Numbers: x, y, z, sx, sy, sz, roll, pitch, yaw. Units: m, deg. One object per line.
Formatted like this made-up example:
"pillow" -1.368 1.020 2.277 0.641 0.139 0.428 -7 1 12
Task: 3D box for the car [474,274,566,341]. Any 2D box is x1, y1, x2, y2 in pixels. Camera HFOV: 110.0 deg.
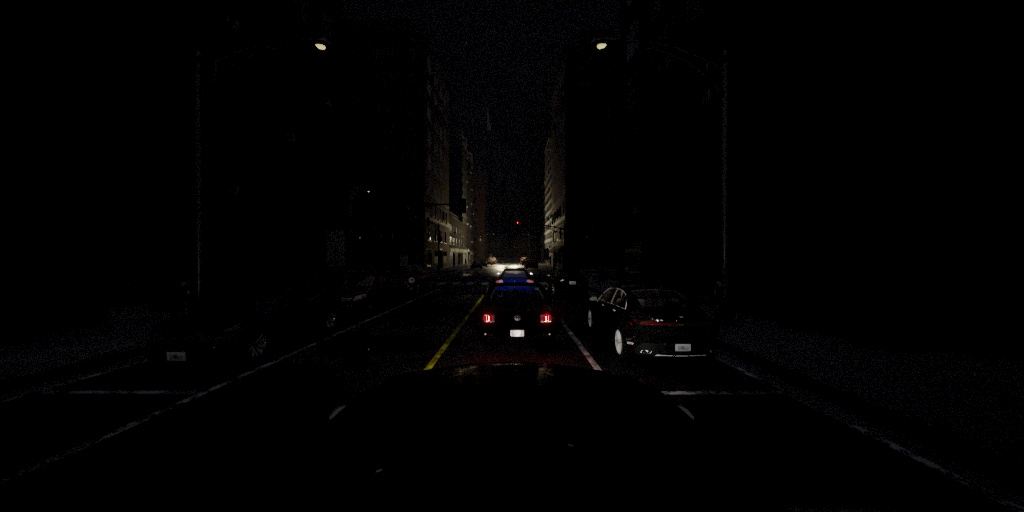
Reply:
"car" 0.120 1.351 9.816 1.895 1.301 4.718 0 0 0

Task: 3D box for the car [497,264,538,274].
"car" 0.148 1.315 18.576 1.994 1.385 4.181 0 0 1

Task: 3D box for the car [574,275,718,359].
"car" 2.876 1.300 8.192 2.007 1.370 4.403 0 0 0

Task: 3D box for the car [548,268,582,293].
"car" 2.909 1.316 19.194 1.948 1.339 4.313 0 0 0

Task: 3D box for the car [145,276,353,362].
"car" -5.649 1.316 8.218 1.948 1.339 4.313 0 0 0

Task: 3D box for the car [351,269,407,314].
"car" -5.633 1.332 13.719 1.802 1.307 4.207 0 0 0

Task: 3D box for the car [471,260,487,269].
"car" -5.468 1.368 56.322 1.802 1.307 4.207 0 0 0

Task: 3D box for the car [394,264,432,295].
"car" -5.616 1.190 19.220 1.967 1.591 4.097 0 0 0

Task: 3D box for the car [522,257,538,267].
"car" 3.057 1.225 56.283 1.967 1.591 4.097 0 0 0
